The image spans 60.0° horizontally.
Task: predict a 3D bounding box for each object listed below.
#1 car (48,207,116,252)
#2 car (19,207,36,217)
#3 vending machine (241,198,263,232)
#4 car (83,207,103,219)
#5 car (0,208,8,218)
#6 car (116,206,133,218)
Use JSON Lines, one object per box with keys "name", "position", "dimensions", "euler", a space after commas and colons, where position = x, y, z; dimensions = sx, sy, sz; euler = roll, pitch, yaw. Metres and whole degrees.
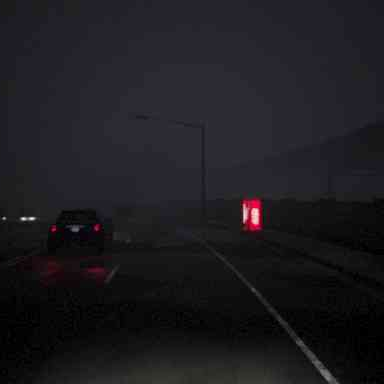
{"name": "car", "position": [-4.714, 1.486, 14.650], "dimensions": [2.097, 1.767, 4.553], "euler": [0, -1, -8]}
{"name": "car", "position": [-24.167, 2.889, 48.723], "dimensions": [2.128, 1.511, 4.902], "euler": [0, -2, -32]}
{"name": "vending machine", "position": [3.800, 1.440, 21.034], "dimensions": [1.100, 2.100, 0.880], "euler": [1, -1, -11]}
{"name": "car", "position": [-12.610, 2.601, 42.053], "dimensions": [1.994, 1.385, 4.181], "euler": [0, -2, -23]}
{"name": "car", "position": [-27.662, 2.969, 47.925], "dimensions": [2.033, 1.411, 5.357], "euler": [0, -2, -33]}
{"name": "car", "position": [-8.844, 2.493, 42.133], "dimensions": [2.128, 1.511, 4.902], "euler": [0, -2, -23]}
